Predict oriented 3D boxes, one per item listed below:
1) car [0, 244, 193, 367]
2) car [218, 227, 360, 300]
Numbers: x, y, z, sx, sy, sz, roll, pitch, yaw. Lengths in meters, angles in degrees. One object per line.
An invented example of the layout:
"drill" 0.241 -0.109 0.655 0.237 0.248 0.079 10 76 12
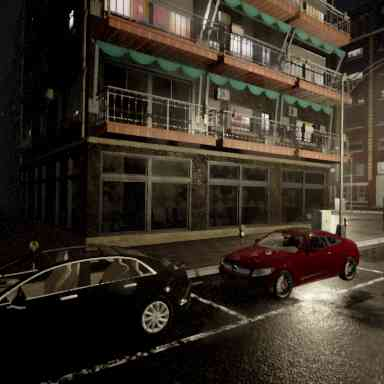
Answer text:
"car" -2.040 1.551 5.047 4.403 1.369 2.008 0 1 -36
"car" 2.584 1.585 8.354 4.206 1.307 1.802 0 1 -36
